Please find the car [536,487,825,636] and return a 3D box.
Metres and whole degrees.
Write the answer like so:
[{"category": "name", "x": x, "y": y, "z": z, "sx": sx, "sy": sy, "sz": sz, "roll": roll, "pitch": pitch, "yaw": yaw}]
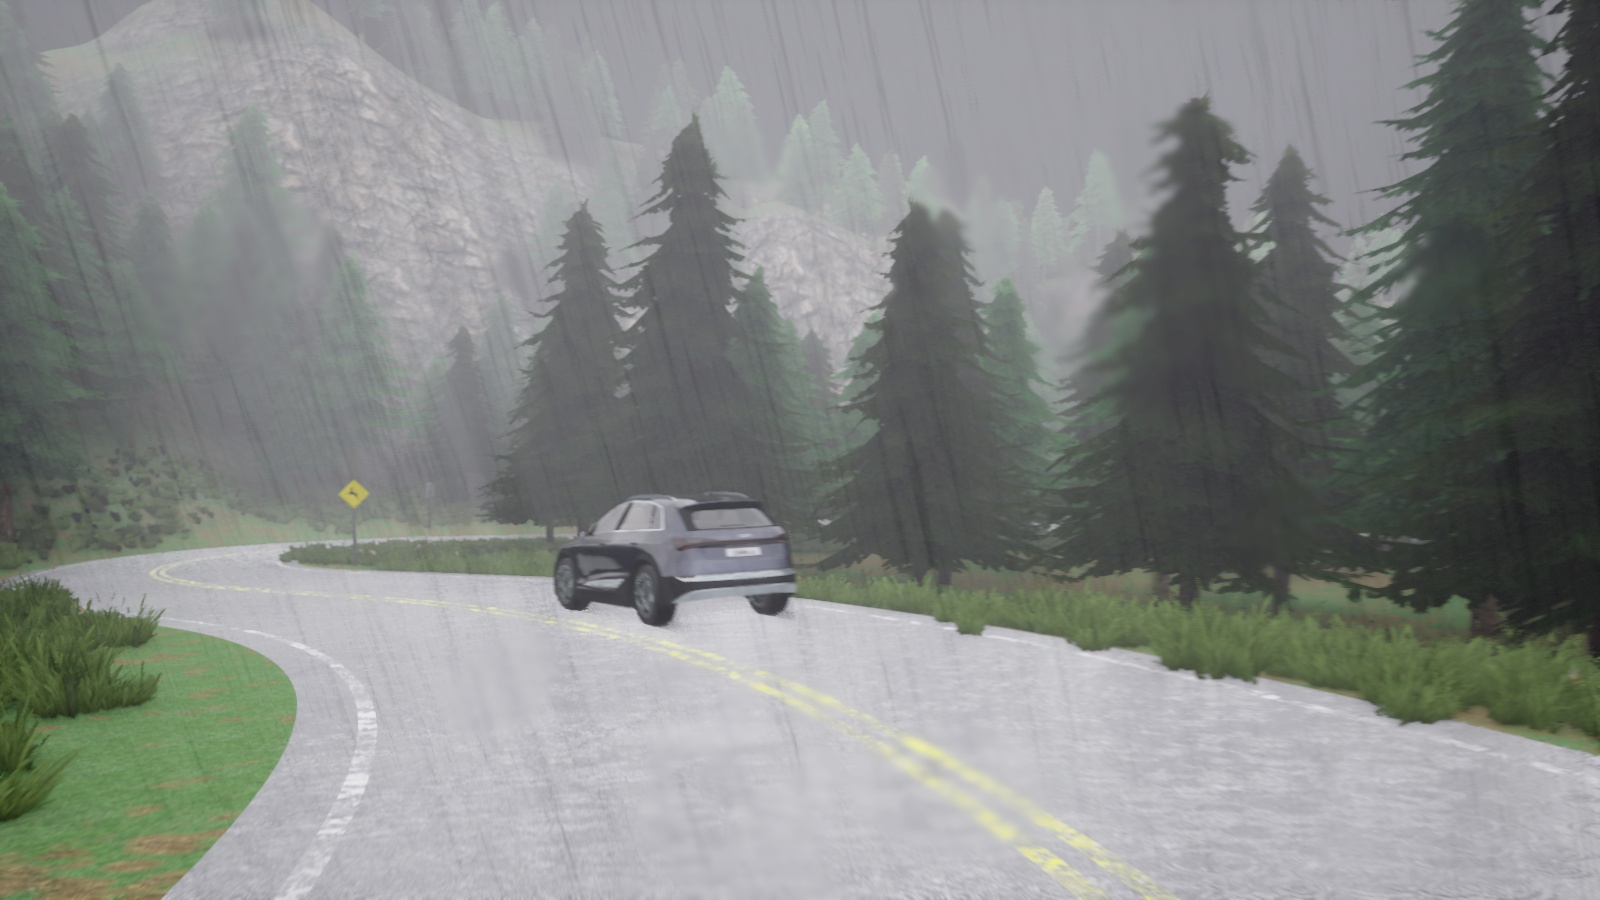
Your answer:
[{"category": "car", "x": -1.829, "y": 1.423, "z": 17.236, "sx": 2.033, "sy": 1.649, "sz": 4.856, "roll": -2, "pitch": -2, "yaw": -30}]
